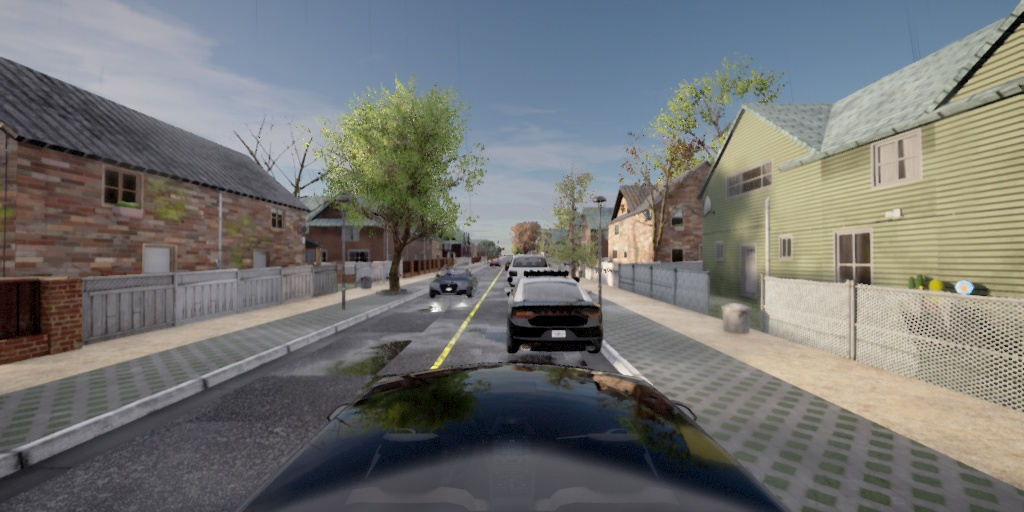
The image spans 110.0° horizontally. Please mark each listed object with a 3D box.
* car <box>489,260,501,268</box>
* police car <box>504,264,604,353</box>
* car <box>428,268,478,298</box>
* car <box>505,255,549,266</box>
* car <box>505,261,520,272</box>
[{"bbox_3d":[-2.800,1.278,59.521,1.895,1.301,4.718,0,0,0],"label":"car"},{"bbox_3d":[0.828,1.169,8.925,1.930,1.638,5.238,0,0,0],"label":"police car"},{"bbox_3d":[-2.842,1.299,18.080,1.994,1.385,4.181,0,0,0],"label":"car"},{"bbox_3d":[0.833,0.959,18.847,2.150,2.045,5.566,0,0,0],"label":"car"},{"bbox_3d":[0.051,1.300,46.662,1.895,1.301,4.718,0,0,1],"label":"car"}]
